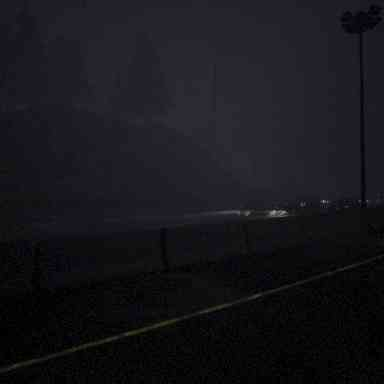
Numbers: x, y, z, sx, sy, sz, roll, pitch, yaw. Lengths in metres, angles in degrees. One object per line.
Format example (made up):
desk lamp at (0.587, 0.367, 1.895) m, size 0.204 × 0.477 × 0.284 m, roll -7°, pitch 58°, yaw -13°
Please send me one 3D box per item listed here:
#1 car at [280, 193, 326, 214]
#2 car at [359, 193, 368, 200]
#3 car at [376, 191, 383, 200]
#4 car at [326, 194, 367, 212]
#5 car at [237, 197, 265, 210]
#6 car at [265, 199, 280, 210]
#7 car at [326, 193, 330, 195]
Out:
car at (10.956, 1.128, 32.673) m, size 2.097 × 1.767 × 4.553 m, roll -1°, pitch 0°, yaw 43°
car at (34.270, 0.871, 66.734) m, size 1.895 × 1.301 × 4.718 m, roll -1°, pitch 0°, yaw 26°
car at (37.473, 0.579, 65.326) m, size 2.097 × 1.767 × 4.553 m, roll -1°, pitch 0°, yaw 26°
car at (14.510, 1.231, 31.340) m, size 1.837 × 1.490 × 4.892 m, roll -1°, pitch 0°, yaw 42°
car at (7.190, 1.314, 38.894) m, size 2.128 × 1.511 × 4.902 m, roll -1°, pitch 0°, yaw 42°
car at (10.820, 1.318, 37.671) m, size 2.033 × 1.411 × 5.357 m, roll -1°, pitch 0°, yaw 42°
car at (29.493, 0.922, 73.064) m, size 2.128 × 1.511 × 4.902 m, roll -1°, pitch 0°, yaw 24°
